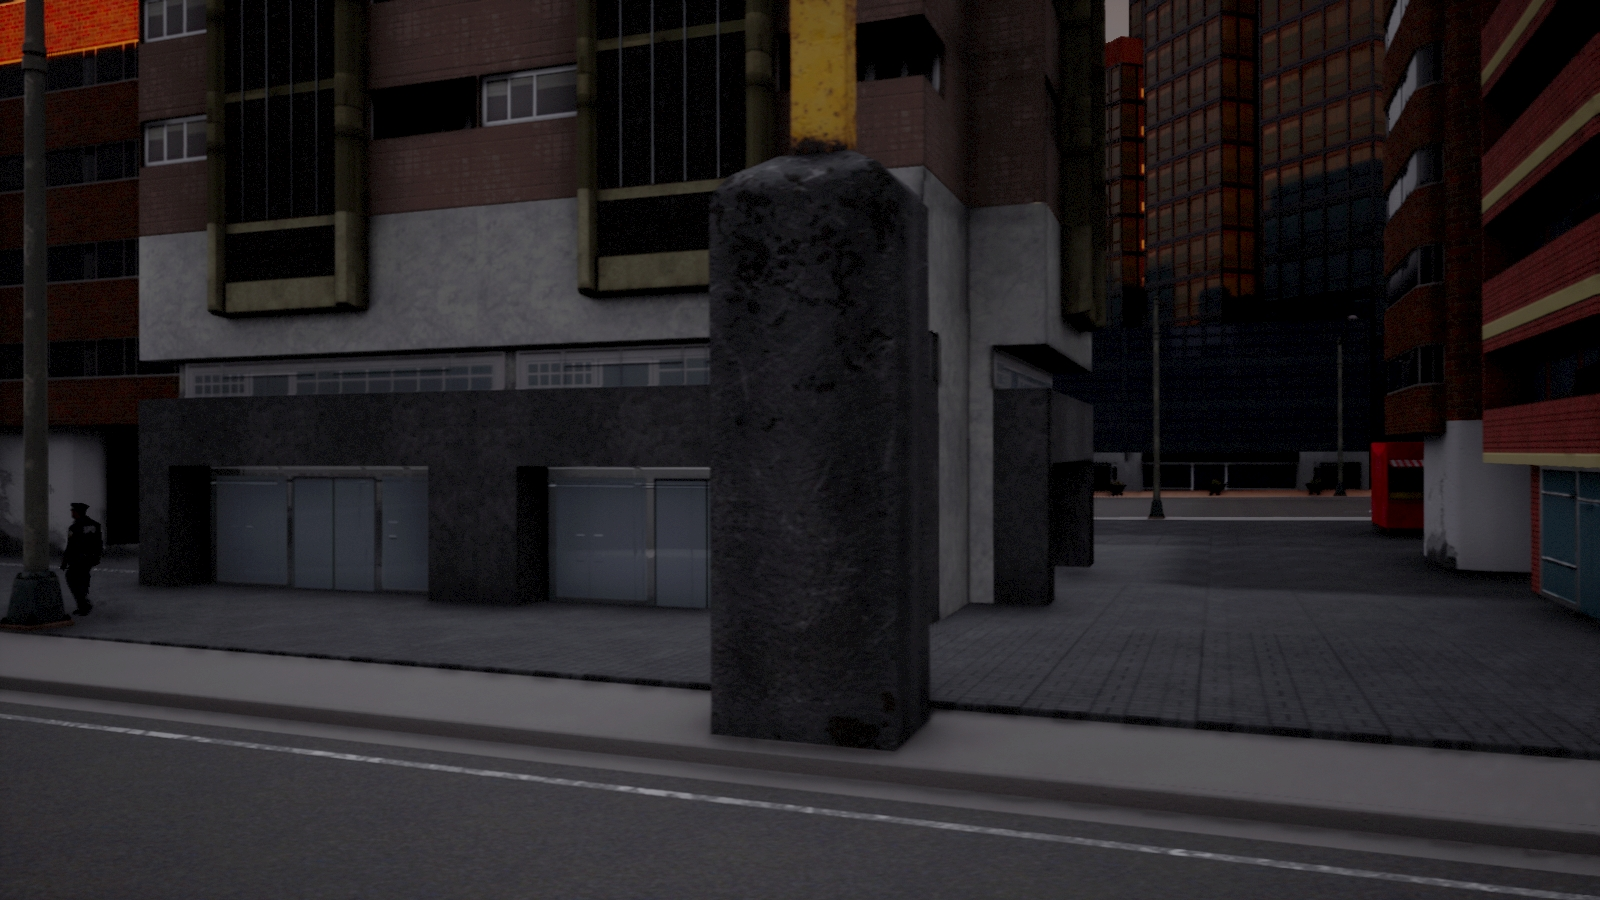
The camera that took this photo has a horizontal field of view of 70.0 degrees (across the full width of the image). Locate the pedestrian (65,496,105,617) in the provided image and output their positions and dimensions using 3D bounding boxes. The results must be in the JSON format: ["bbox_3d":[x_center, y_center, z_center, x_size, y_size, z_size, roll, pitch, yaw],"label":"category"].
[{"bbox_3d":[-11.208,1.657,17.913,0.375,1.860,0.375,0,0,18],"label":"pedestrian"}]
